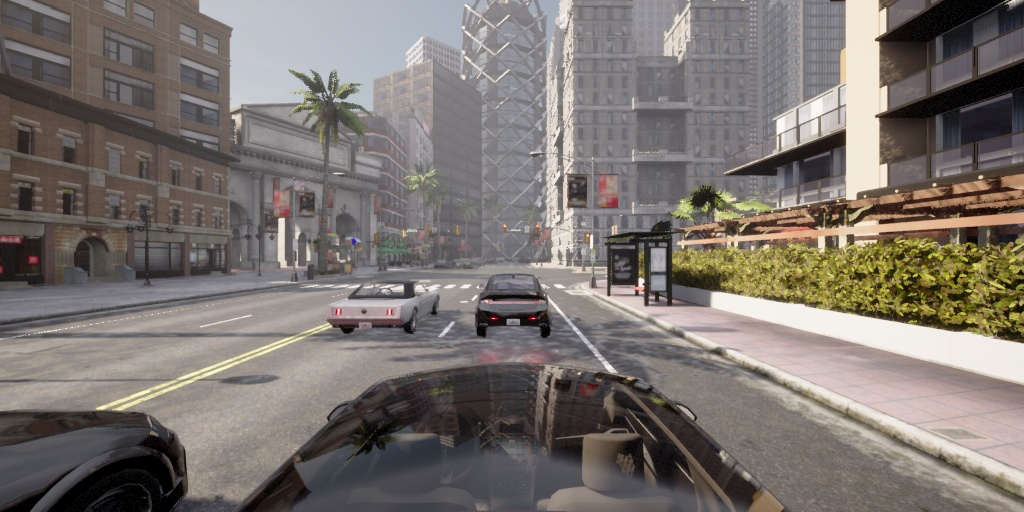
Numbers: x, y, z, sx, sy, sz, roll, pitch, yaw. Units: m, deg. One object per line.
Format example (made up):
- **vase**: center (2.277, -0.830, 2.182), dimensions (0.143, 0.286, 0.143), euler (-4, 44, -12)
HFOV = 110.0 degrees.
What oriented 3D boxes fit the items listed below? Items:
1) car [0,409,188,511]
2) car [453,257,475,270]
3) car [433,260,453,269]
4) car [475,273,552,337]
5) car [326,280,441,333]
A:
- **car**: center (-3.392, 1.314, 0.889), dimensions (1.994, 1.385, 4.181), euler (0, 0, 0)
- **car**: center (-7.156, 1.102, 53.706), dimensions (2.097, 1.767, 4.553), euler (0, 0, -1)
- **car**: center (-10.704, 1.298, 55.153), dimensions (2.033, 1.411, 5.357), euler (0, 0, 0)
- **car**: center (0.042, 1.242, 10.329), dimensions (2.128, 1.511, 4.902), euler (0, 0, 0)
- **car**: center (-3.457, 1.351, 10.708), dimensions (1.895, 1.301, 4.718), euler (0, 0, 0)
